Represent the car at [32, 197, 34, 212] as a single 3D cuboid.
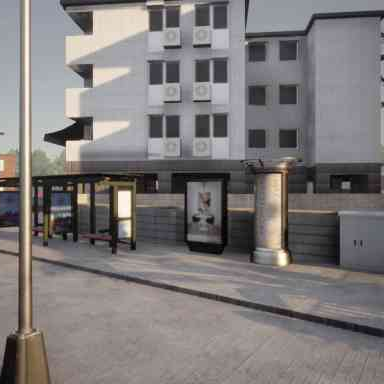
[{"bbox_3d":[-16.839,1.352,34.225,2.097,1.767,4.553,0,0,36],"label":"car"}]
